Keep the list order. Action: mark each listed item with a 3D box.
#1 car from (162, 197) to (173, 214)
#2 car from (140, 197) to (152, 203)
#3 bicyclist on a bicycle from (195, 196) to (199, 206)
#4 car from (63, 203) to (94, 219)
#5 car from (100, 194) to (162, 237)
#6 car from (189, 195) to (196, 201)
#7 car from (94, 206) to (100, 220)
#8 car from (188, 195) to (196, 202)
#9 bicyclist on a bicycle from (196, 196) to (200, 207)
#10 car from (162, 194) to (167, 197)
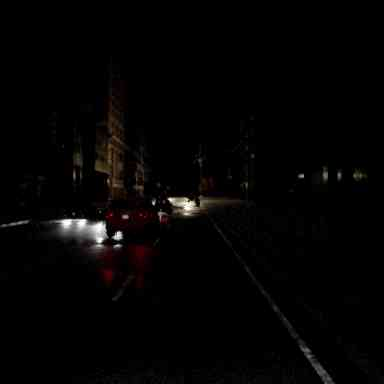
[{"bbox_3d":[-3.138,1.582,36.049,2.128,1.511,4.902,0,0,0],"label":"car"},{"bbox_3d":[-9.725,1.643,70.913,1.895,1.301,4.718,0,0,0],"label":"car"},{"bbox_3d":[0.917,1.591,59.401,0.582,1.620,1.656,0,0,0],"label":"bicyclist on a bicycle"},{"bbox_3d":[-9.835,1.640,29.620,1.994,1.385,4.181,0,0,0],"label":"car"},{"bbox_3d":[-3.143,1.270,18.383,2.150,2.045,5.566,0,0,0],"label":"car"},{"bbox_3d":[0.034,1.604,94.739,1.882,1.535,5.008,0,0,0],"label":"car"},{"bbox_3d":[-6.588,1.674,28.636,1.895,1.301,4.718,0,0,0],"label":"car"},{"bbox_3d":[0.028,1.521,78.533,1.837,1.490,4.892,0,0,0],"label":"car"},{"bbox_3d":[0.913,1.573,50.400,0.582,1.620,1.656,0,0,0],"label":"bicyclist on a bicycle"},{"bbox_3d":[-6.474,1.366,69.878,2.150,2.045,5.566,0,0,0],"label":"car"}]
